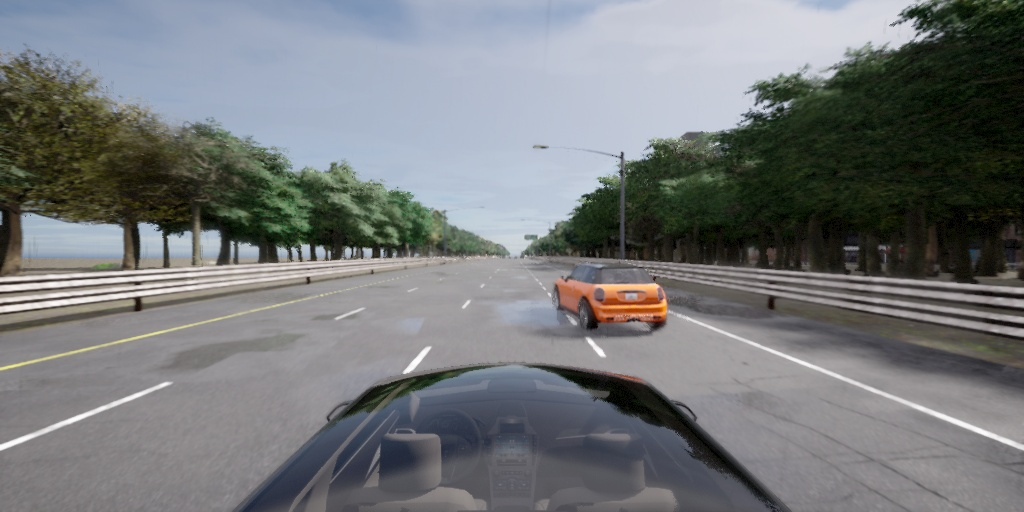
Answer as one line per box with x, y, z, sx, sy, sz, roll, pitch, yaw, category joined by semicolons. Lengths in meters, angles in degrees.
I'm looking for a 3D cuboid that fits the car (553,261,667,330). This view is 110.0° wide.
2.673;0.976;10.847;2.097;1.767;4.553;0;1;-6;car
